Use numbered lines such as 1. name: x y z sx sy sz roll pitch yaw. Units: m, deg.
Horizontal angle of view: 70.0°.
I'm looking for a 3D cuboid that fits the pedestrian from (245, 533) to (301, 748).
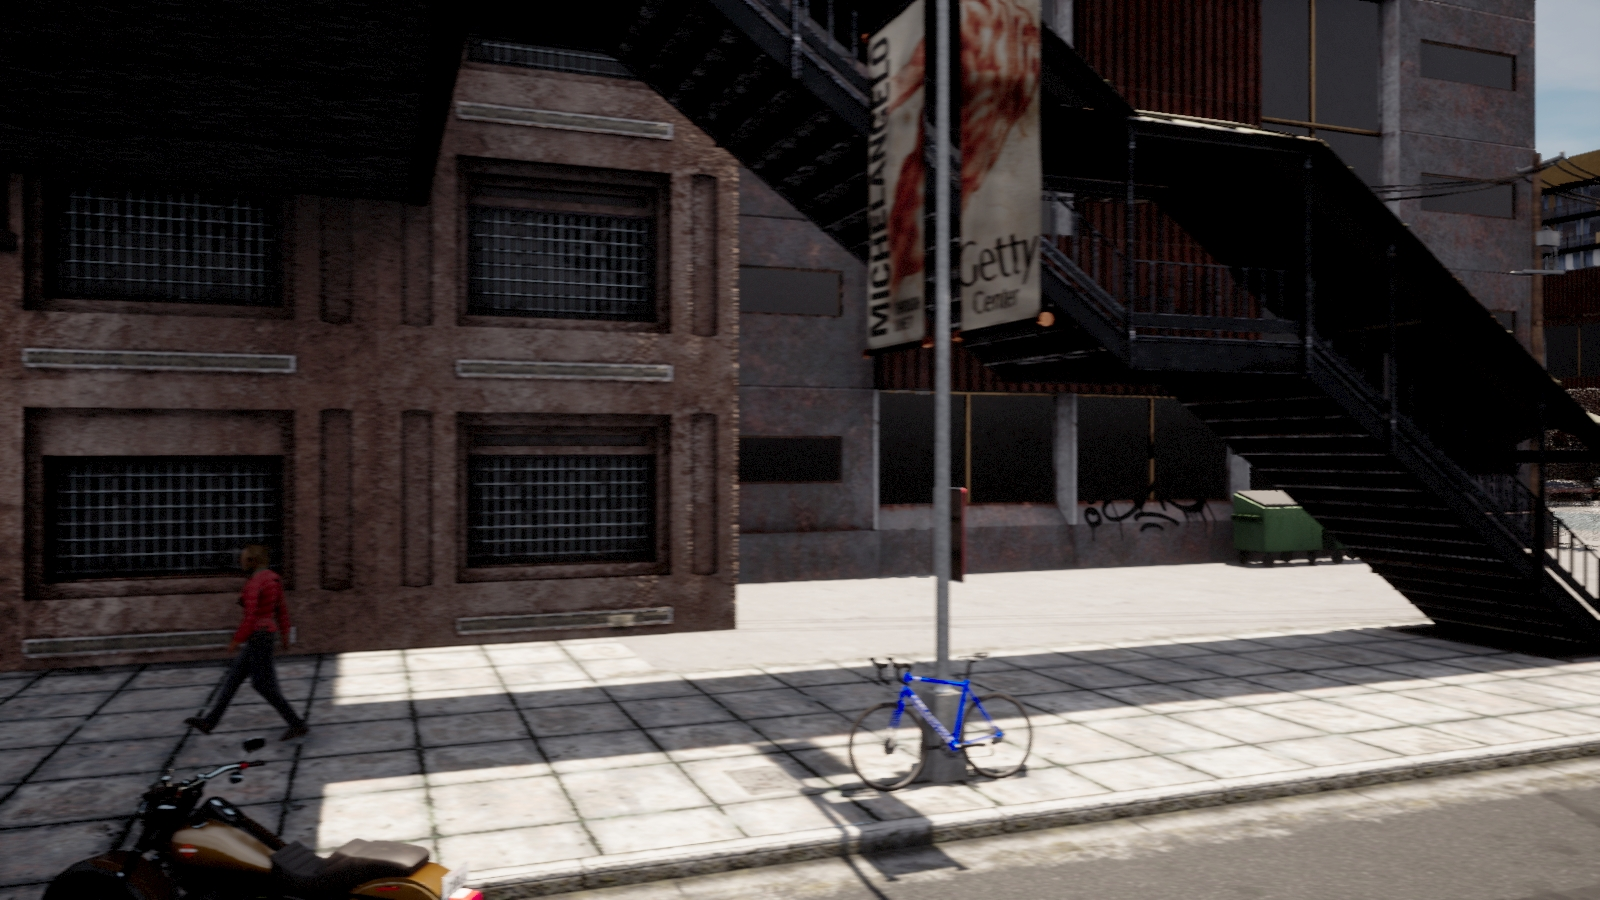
1. pedestrian: -4.734 1.696 10.276 0.375 1.860 0.375 0 0 -9
